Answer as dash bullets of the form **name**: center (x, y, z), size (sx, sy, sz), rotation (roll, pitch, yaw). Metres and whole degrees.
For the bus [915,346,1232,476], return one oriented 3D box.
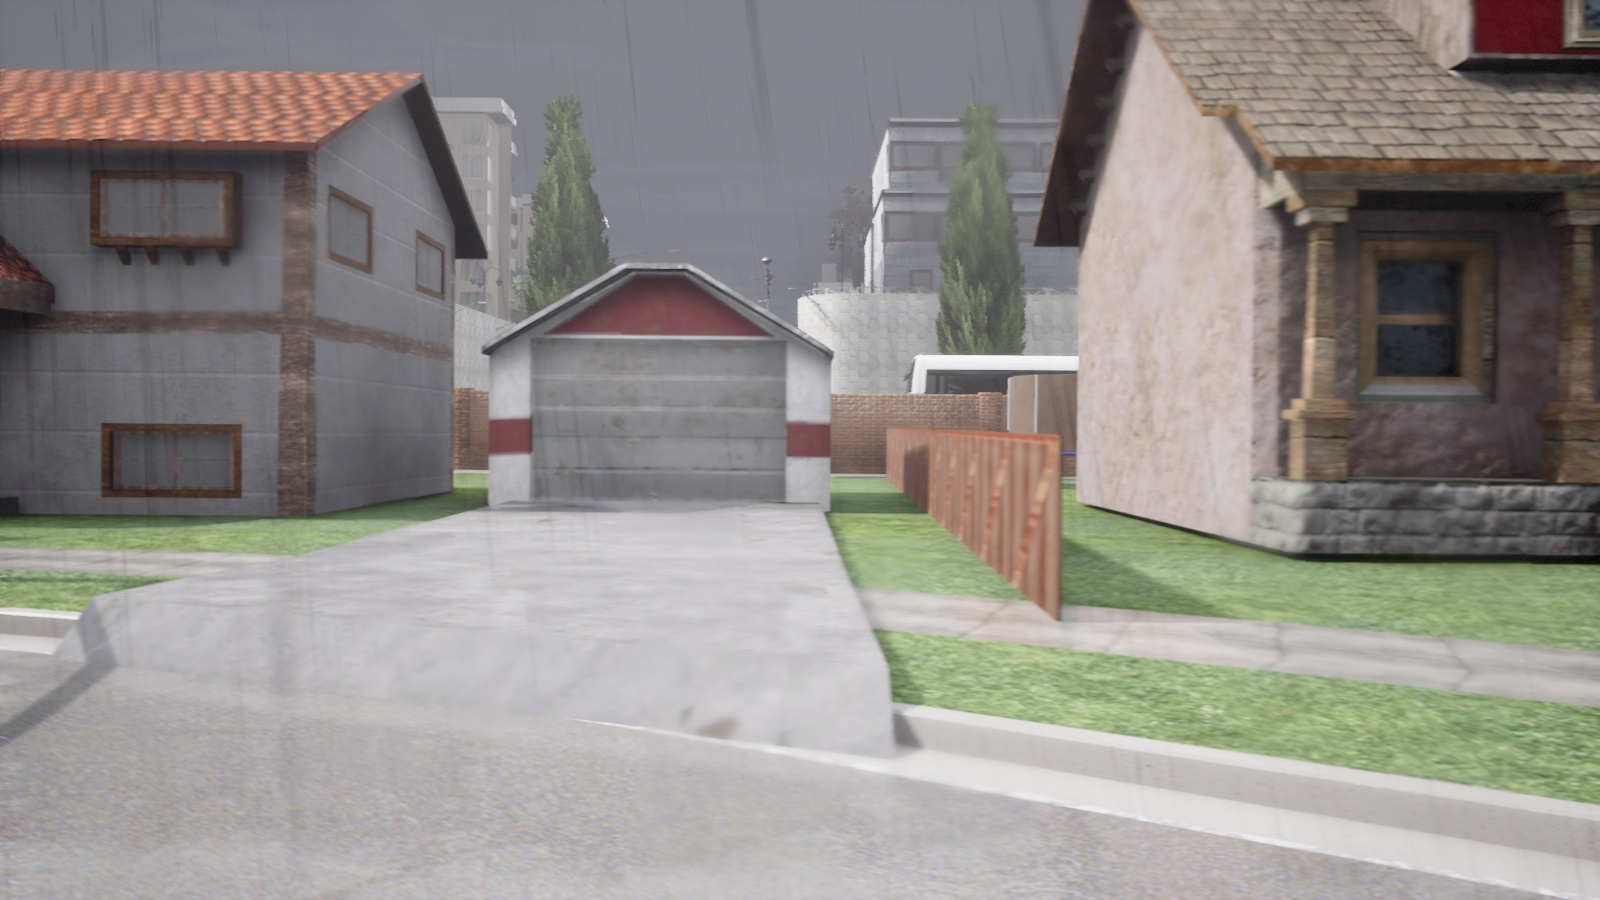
- **bus**: center (9.368, -1.333, 44.175), size (10.273, 4.253, 3.944), rotation (-1, 1, 0)
